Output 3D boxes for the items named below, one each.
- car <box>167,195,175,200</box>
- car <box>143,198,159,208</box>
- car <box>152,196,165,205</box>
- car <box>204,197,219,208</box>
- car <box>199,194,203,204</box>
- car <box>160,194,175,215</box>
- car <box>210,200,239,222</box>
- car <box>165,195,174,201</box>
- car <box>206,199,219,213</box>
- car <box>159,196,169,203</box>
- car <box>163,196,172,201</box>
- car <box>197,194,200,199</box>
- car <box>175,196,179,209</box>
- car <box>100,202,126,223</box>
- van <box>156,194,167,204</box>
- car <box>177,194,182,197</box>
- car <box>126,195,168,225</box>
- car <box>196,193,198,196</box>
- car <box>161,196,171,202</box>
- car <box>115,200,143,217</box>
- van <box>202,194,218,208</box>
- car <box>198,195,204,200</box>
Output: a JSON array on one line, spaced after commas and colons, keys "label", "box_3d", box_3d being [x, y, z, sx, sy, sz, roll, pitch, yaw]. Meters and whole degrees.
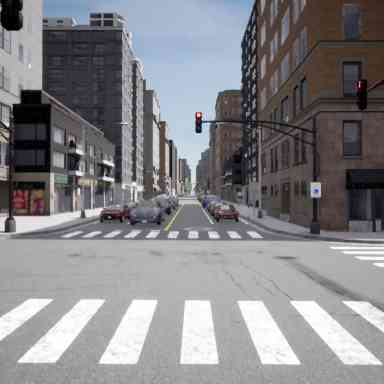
[{"label": "car", "box_3d": [-6.012, 1.585, 94.056, 1.887, 1.381, 4.507, 1, 0, 0]}, {"label": "car", "box_3d": [-5.934, 1.596, 48.674, 1.802, 1.307, 4.206, 1, 0, 0]}, {"label": "car", "box_3d": [-5.952, 1.461, 60.019, 1.967, 1.590, 4.097, 1, 0, 0]}, {"label": "car", "box_3d": [2.611, 1.591, 37.335, 1.802, 1.307, 4.206, 1, 0, 0]}, {"label": "car", "box_3d": [2.595, 1.329, 48.681, 2.192, 1.841, 5.009, 1, 0, 0]}, {"label": "car", "box_3d": [-3.156, 1.360, 33.900, 2.097, 1.767, 4.553, 0, 0, 0]}, {"label": "car", "box_3d": [2.631, 1.588, 25.988, 1.802, 1.307, 4.206, 1, 0, 0]}, {"label": "car", "box_3d": [-6.003, 1.603, 88.384, 1.947, 1.339, 4.313, 1, 0, 0]}, {"label": "car", "box_3d": [2.621, 1.589, 31.661, 1.802, 1.307, 4.206, 1, 0, 0]}, {"label": "car", "box_3d": [-5.973, 1.610, 71.365, 1.802, 1.307, 4.206, 1, 0, 0]}, {"label": "car", "box_3d": [-5.993, 1.600, 82.711, 1.947, 1.339, 4.313, 1, 0, 0]}, {"label": "car", "box_3d": [2.552, 1.594, 71.374, 1.947, 1.339, 4.313, 1, 0, 0]}, {"label": "car", "box_3d": [-3.159, 1.576, 43.844, 1.994, 1.385, 4.181, 0, 0, 1]}, {"label": "car", "box_3d": [-5.894, 1.551, 25.982, 1.887, 1.381, 4.507, 1, 0, 0]}, {"label": "van", "box_3d": [-5.961, 1.365, 65.692, 1.690, 1.788, 3.998, 1, 0, 0]}, {"label": "car", "box_3d": [-3.146, 1.509, 54.077, 2.128, 1.511, 4.902, 0, 0, 0]}, {"label": "car", "box_3d": [-3.138, 1.358, 24.079, 2.097, 1.767, 4.553, 0, 0, 0]}, {"label": "car", "box_3d": [2.535, 1.350, 82.722, 2.192, 1.841, 5.009, 1, 0, 0]}, {"label": "car", "box_3d": [-5.983, 1.582, 77.038, 2.008, 1.369, 4.403, 1, 0, 0]}, {"label": "car", "box_3d": [-5.904, 1.552, 31.655, 1.887, 1.381, 4.507, 1, 0, 0]}, {"label": "van", "box_3d": [2.604, 1.353, 43.008, 1.690, 1.788, 3.998, 1, 0, 0]}, {"label": "car", "box_3d": [2.514, 1.566, 94.238, 1.752, 1.417, 4.829, 1, 0, 0]}]
